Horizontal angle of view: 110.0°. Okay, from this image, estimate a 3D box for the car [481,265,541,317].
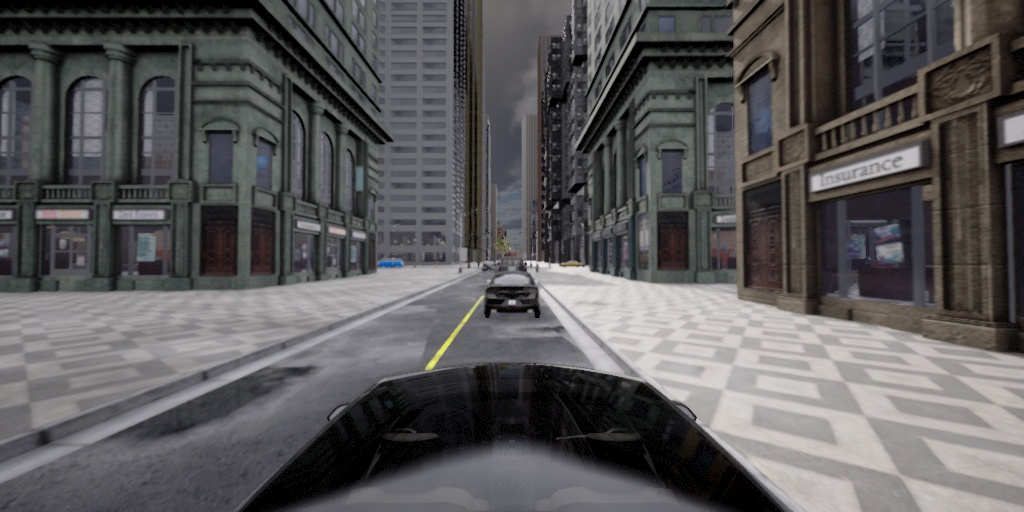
[{"bbox_3d":[0.036,1.284,13.522,1.882,1.535,5.008,0,0,1],"label":"car"}]

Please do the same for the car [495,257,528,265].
[{"bbox_3d":[0.038,1.092,28.323,2.150,2.045,5.566,0,0,0],"label":"car"}]

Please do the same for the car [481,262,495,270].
[{"bbox_3d":[-3.038,1.515,49.065,1.994,1.385,4.181,0,0,1],"label":"car"}]

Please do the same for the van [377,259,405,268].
[{"bbox_3d":[-20.741,1.336,62.040,3.998,1.789,1.690,0,0,0],"label":"van"}]
